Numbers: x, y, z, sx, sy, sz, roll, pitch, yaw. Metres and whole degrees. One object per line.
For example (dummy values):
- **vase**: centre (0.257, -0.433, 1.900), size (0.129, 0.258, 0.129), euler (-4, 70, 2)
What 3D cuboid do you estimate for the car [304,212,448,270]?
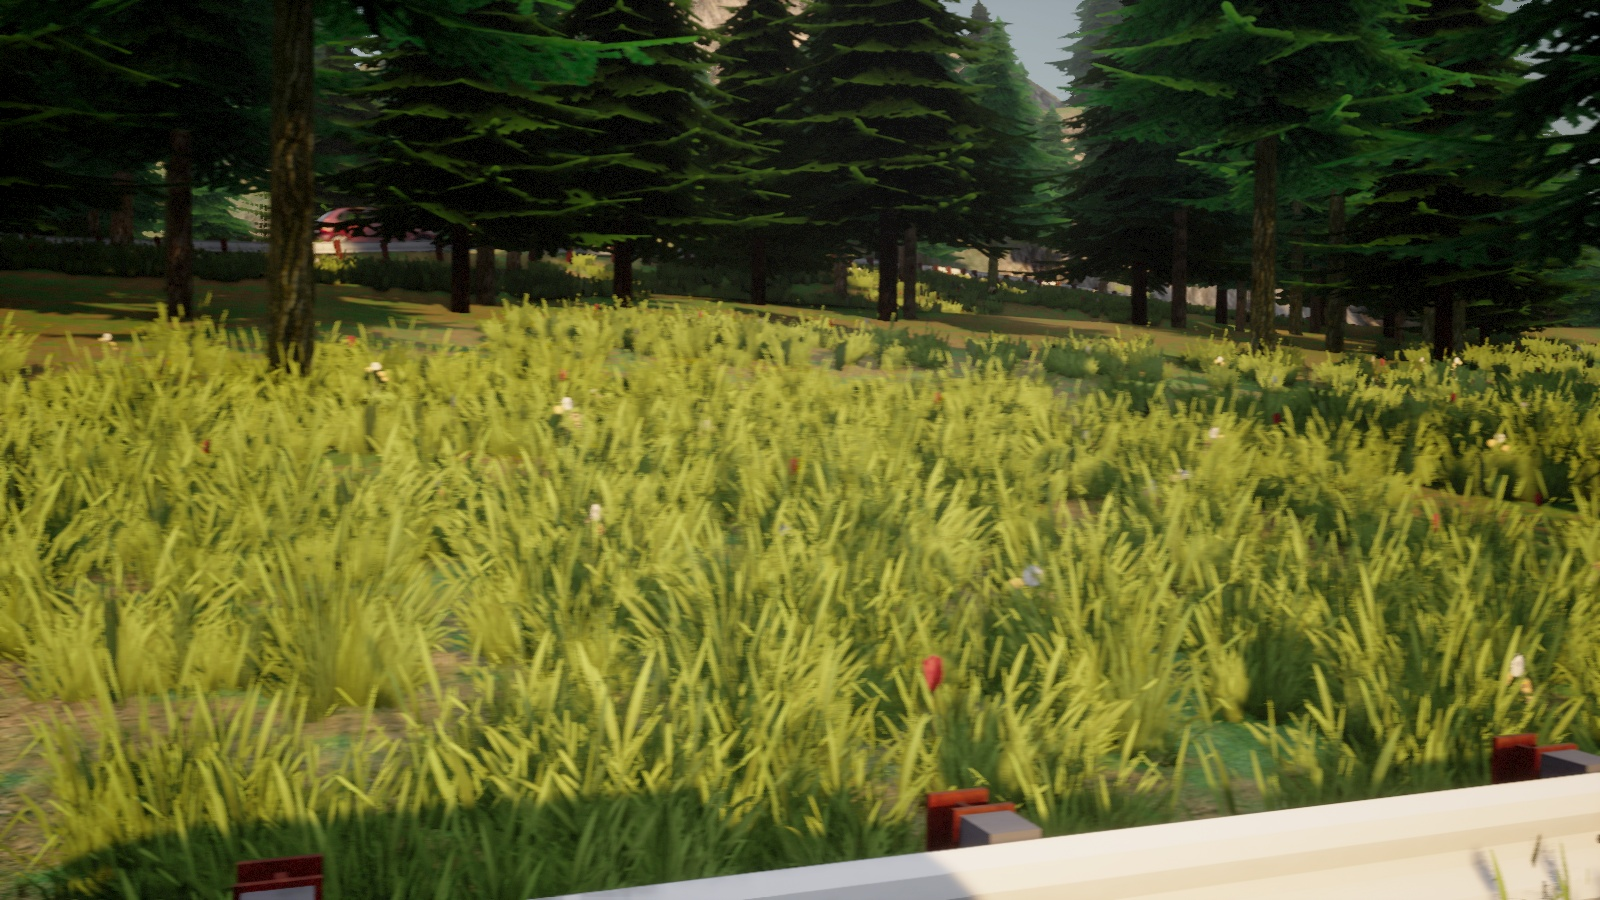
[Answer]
- **car**: centre (-13.839, -6.808, 41.081), size (3.988, 1.617, 1.851), euler (-6, 4, -35)
